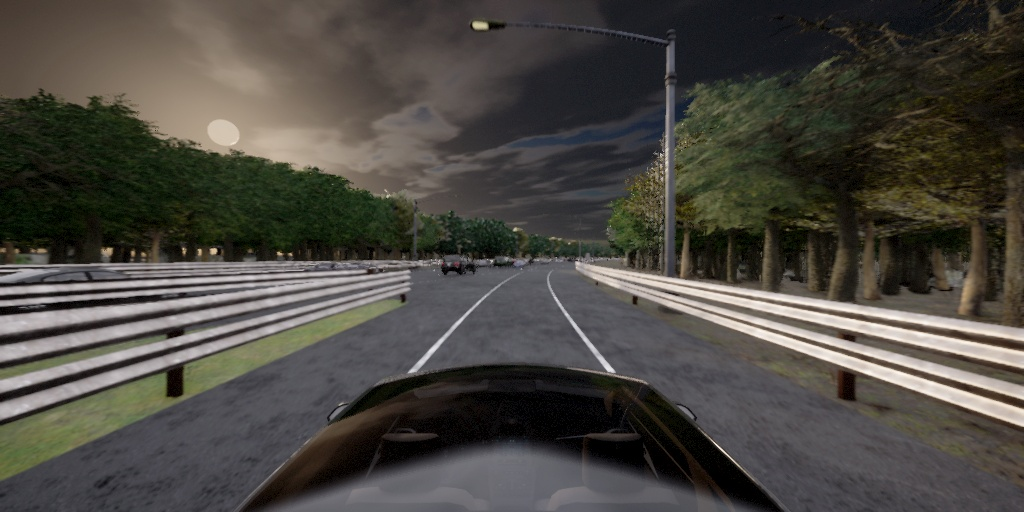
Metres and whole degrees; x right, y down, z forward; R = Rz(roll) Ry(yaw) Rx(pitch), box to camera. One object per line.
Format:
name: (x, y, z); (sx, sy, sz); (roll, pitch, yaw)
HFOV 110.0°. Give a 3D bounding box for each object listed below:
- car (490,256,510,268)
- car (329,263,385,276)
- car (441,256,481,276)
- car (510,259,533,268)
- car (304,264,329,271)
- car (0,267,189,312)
car: (-1.637, 1.078, 64.916); (2.150, 2.045, 5.566); (0, 0, 16)
car: (-11.854, 1.252, 28.311); (1.994, 1.385, 4.181); (0, 0, 16)
car: (-5.511, 0.982, 38.009); (2.150, 2.045, 5.566); (0, 0, 16)
car: (1.729, 1.417, 63.963); (2.033, 1.411, 5.357); (0, 0, 16)
car: (-14.949, 1.283, 30.240); (1.895, 1.301, 4.718); (0, 0, 16)
car: (-13.050, 1.088, 11.011); (1.882, 1.535, 5.008); (0, 0, 16)
